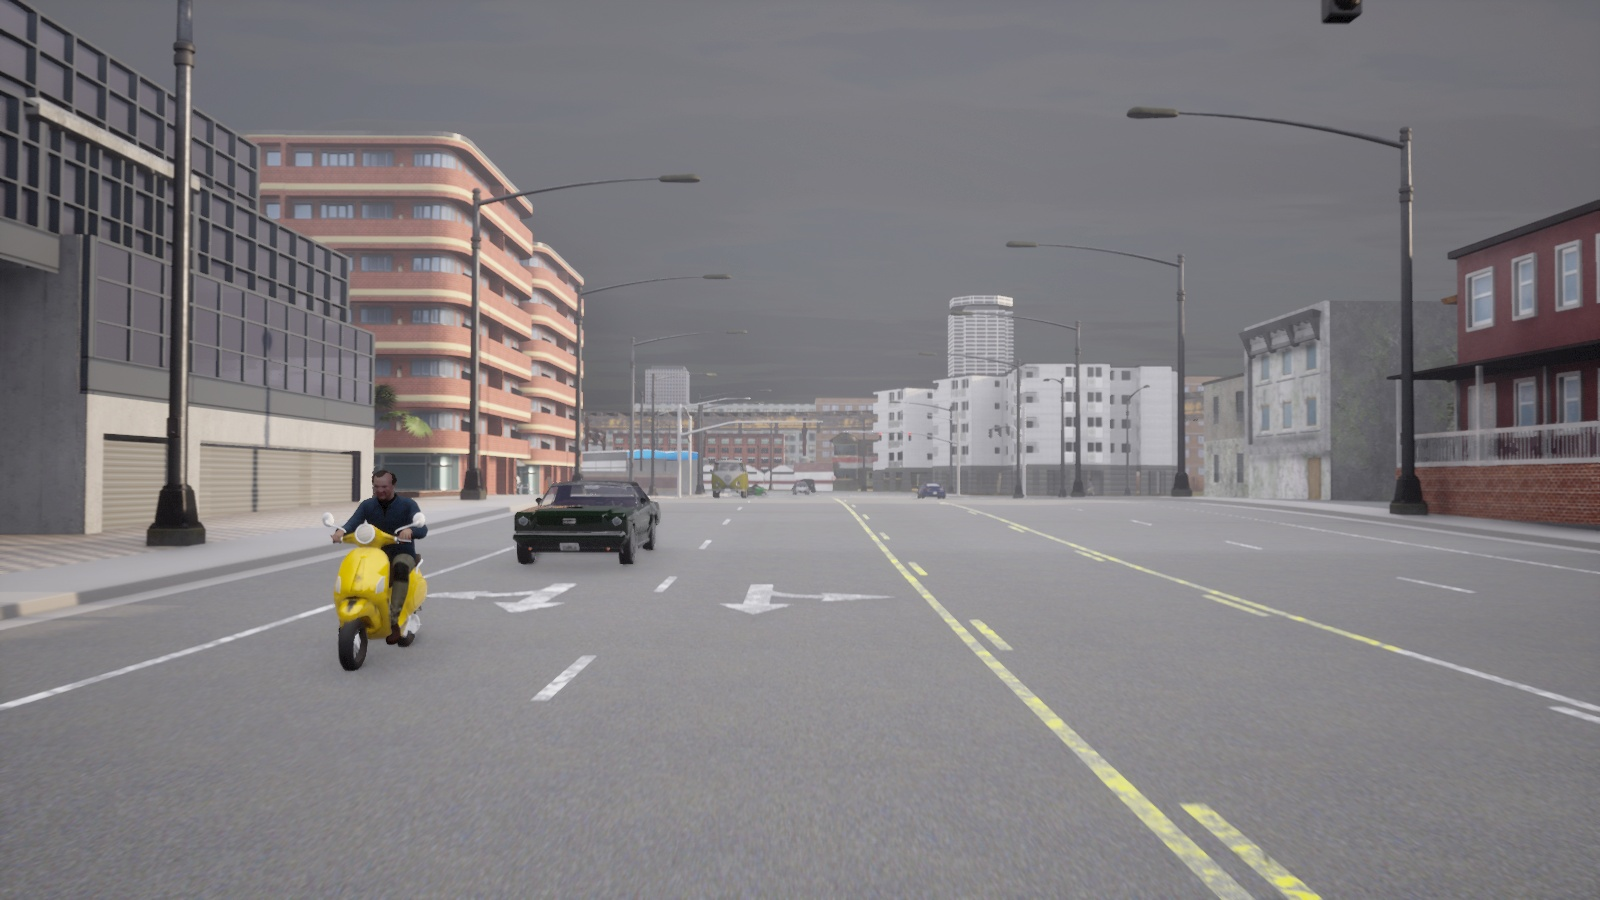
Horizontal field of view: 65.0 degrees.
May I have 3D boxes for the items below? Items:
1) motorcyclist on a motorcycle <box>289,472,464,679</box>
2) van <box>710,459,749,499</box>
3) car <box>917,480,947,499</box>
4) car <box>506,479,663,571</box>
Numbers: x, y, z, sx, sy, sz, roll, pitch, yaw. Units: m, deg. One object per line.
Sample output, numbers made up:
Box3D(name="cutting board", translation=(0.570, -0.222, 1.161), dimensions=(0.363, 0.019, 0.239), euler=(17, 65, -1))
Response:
Box3D(name="motorcyclist on a motorcycle", translation=(-3.526, 0.990, 10.644), dimensions=(0.866, 1.590, 1.817), euler=(0, -1, 0))
Box3D(name="van", translation=(-3.657, 1.549, 65.817), dimensions=(1.775, 1.987, 4.442), euler=(0, -2, 0))
Box3D(name="car", translation=(10.276, 3.084, 97.996), dimensions=(1.812, 1.442, 4.674), euler=(0, -2, 0))
Box3D(name="car", translation=(-3.551, 1.206, 21.592), dimensions=(1.895, 1.301, 4.718), euler=(0, 0, 0))
